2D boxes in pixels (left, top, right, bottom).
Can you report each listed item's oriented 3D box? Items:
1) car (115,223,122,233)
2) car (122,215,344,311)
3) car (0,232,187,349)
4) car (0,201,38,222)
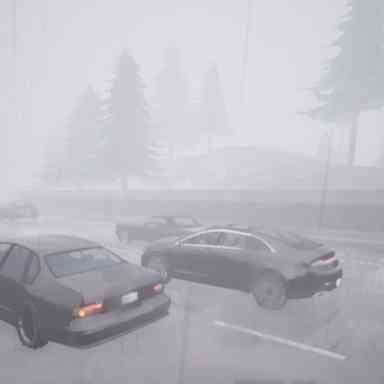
[{"bbox_3d":[-1.143,1.606,13.926,4.718,1.301,1.895,0,0,40],"label":"car"},{"bbox_3d":[0.886,1.501,7.849,4.902,1.511,2.128,0,0,37],"label":"car"},{"bbox_3d":[-2.848,1.541,6.274,5.357,1.411,2.033,0,0,38],"label":"car"},{"bbox_3d":[-13.493,1.453,25.700,2.128,1.511,4.902,0,0,-43],"label":"car"}]
